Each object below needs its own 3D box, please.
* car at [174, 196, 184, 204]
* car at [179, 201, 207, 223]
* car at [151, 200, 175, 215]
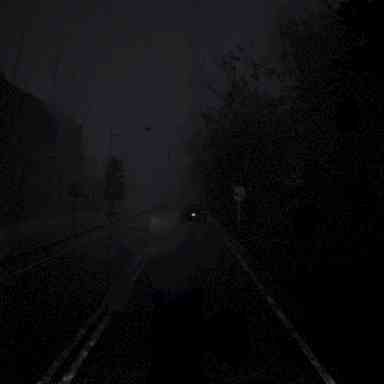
[{"bbox_3d":[-3.048,1.849,77.653,2.150,2.045,5.566,0,-1,0],"label":"car"},{"bbox_3d":[0.119,1.654,26.128,1.994,1.385,4.181,0,-1,0],"label":"car"},{"bbox_3d":[-3.298,1.775,36.560,1.994,1.385,4.181,0,-1,0],"label":"car"}]
